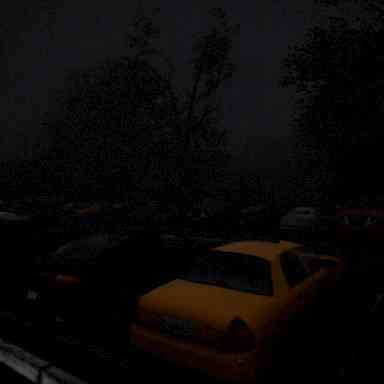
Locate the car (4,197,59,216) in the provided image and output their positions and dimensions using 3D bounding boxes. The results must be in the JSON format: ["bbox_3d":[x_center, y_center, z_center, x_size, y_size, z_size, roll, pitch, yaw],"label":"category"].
[{"bbox_3d":[-16.373,1.442,34.142,2.185,1.767,4.553,0,0,35],"label":"car"}]

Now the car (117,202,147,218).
[{"bbox_3d":[-2.759,1.534,24.454,2.163,1.488,4.792,0,0,35],"label":"car"}]

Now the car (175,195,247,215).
[{"bbox_3d":[1.779,1.235,21.229,2.435,2.045,5.566,0,0,35],"label":"car"}]

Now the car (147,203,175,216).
[{"bbox_3d":[-0.455,1.524,22.888,2.163,1.488,4.792,0,0,35],"label":"car"}]

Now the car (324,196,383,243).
[{"bbox_3d":[8.588,1.222,16.387,2.435,2.045,5.566,0,0,35],"label":"car"}]

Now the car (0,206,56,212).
[{"bbox_3d":[-7.926,1.494,12.110,2.231,1.521,4.892,0,0,35],"label":"car"}]

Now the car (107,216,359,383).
[{"bbox_3d":[1.316,1.469,5.772,1.946,1.575,5.366,0,0,35],"label":"car"}]

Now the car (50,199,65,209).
[{"bbox_3d":[-9.553,1.575,29.320,2.002,1.452,4.674,0,0,35],"label":"car"}]

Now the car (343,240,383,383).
[{"bbox_3d":[3.510,1.500,4.020,2.163,1.488,4.792,0,0,35],"label":"car"}]

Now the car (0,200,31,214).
[{"bbox_3d":[-20.887,1.641,37.402,2.002,1.452,4.674,-1,0,36],"label":"car"}]

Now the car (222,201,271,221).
[{"bbox_3d":[4.064,1.481,19.633,2.097,1.535,5.008,0,0,35],"label":"car"}]

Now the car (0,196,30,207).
[{"bbox_3d":[-10.196,1.252,13.764,2.435,2.045,5.566,0,0,35],"label":"car"}]

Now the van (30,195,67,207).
[{"bbox_3d":[-14.024,1.329,32.648,1.878,1.987,4.442,0,0,35],"label":"van"}]

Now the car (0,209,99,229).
[{"bbox_3d":[-5.661,1.515,10.469,2.163,1.488,4.792,0,0,35],"label":"car"}]

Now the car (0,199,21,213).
[{"bbox_3d":[-23.154,1.622,39.023,2.097,1.535,5.008,-1,0,36],"label":"car"}]

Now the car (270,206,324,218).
[{"bbox_3d":[6.234,1.516,18.093,2.002,1.452,4.674,0,0,35],"label":"car"}]

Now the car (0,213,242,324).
[{"bbox_3d":[-1.076,1.474,7.239,2.097,1.535,5.008,0,0,35],"label":"car"}]

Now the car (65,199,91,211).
[{"bbox_3d":[-7.390,1.522,27.556,1.946,1.575,5.366,0,0,35],"label":"car"}]

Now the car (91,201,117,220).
[{"bbox_3d":[-5.015,1.515,26.088,2.097,1.535,5.008,0,0,35],"label":"car"}]
